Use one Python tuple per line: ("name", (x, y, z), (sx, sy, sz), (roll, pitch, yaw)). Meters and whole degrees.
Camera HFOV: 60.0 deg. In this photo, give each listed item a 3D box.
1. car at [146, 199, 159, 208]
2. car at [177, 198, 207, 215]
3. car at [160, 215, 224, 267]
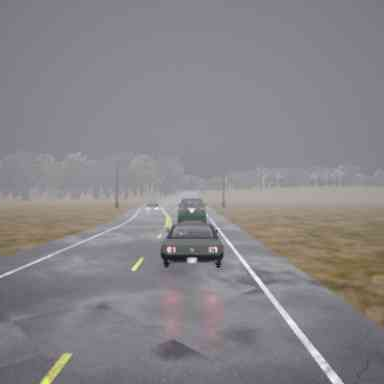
("car", (-6.881, 1.972, 58.658), (1.837, 1.490, 4.892), (0, 0, -3))
("car", (0.011, 1.467, 26.369), (2.150, 2.045, 5.566), (0, 0, 0))
("car", (0.026, 1.711, 11.819), (1.895, 1.301, 4.718), (0, -1, 0))
